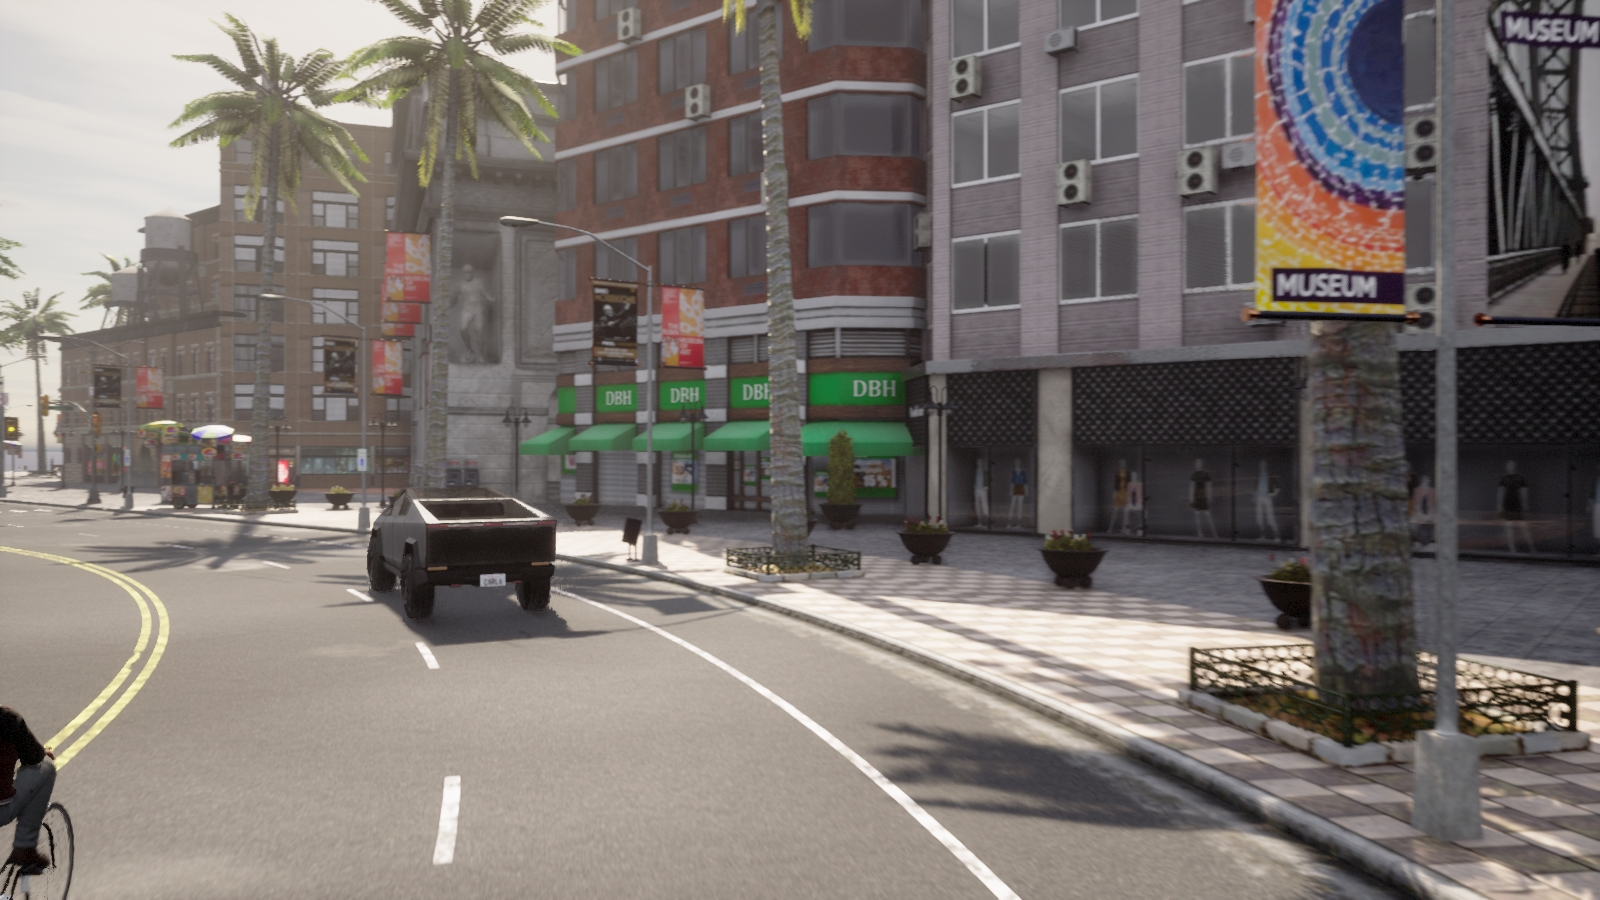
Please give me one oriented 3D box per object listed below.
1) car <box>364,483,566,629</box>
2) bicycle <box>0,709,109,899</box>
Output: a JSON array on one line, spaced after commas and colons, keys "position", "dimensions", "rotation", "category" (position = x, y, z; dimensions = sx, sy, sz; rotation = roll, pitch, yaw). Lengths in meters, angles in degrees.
[{"position": [-6.433, 1.758, 21.260], "dimensions": [2.390, 2.098, 6.274], "rotation": [0, 0, -28], "category": "car"}, {"position": [-4.321, 2.213, 6.218], "dimensions": [0.329, 1.171, 1.835], "rotation": [0, 0, -10], "category": "bicycle"}]
